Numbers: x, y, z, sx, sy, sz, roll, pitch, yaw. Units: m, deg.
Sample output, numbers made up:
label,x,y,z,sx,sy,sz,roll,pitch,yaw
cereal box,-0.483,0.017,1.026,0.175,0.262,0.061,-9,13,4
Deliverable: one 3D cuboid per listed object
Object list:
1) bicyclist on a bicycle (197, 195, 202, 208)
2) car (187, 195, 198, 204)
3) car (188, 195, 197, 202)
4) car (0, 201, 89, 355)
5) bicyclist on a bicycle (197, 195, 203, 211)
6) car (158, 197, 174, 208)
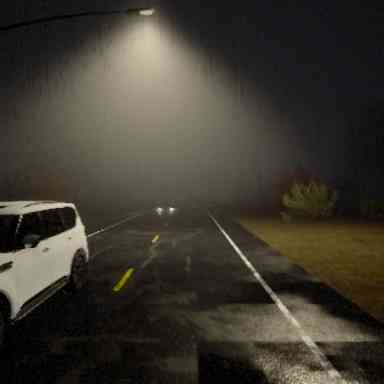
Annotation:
label,x,y,z,sx,sy,sz,roll,pitch,yaw
bicyclist on a bicycle,0.997,1.316,47.044,0.659,1.776,1.843,0,0,0
car,0.119,1.480,60.213,1.994,1.385,4.181,0,0,0
car,0.053,1.430,74.538,1.994,1.385,4.181,0,0,0
car,-3.596,1.220,5.955,2.150,2.045,5.566,0,0,0
bicyclist on a bicycle,0.990,1.414,38.797,0.582,1.620,1.656,0,0,0
car,-3.555,1.424,46.181,1.882,1.535,5.008,0,0,0
